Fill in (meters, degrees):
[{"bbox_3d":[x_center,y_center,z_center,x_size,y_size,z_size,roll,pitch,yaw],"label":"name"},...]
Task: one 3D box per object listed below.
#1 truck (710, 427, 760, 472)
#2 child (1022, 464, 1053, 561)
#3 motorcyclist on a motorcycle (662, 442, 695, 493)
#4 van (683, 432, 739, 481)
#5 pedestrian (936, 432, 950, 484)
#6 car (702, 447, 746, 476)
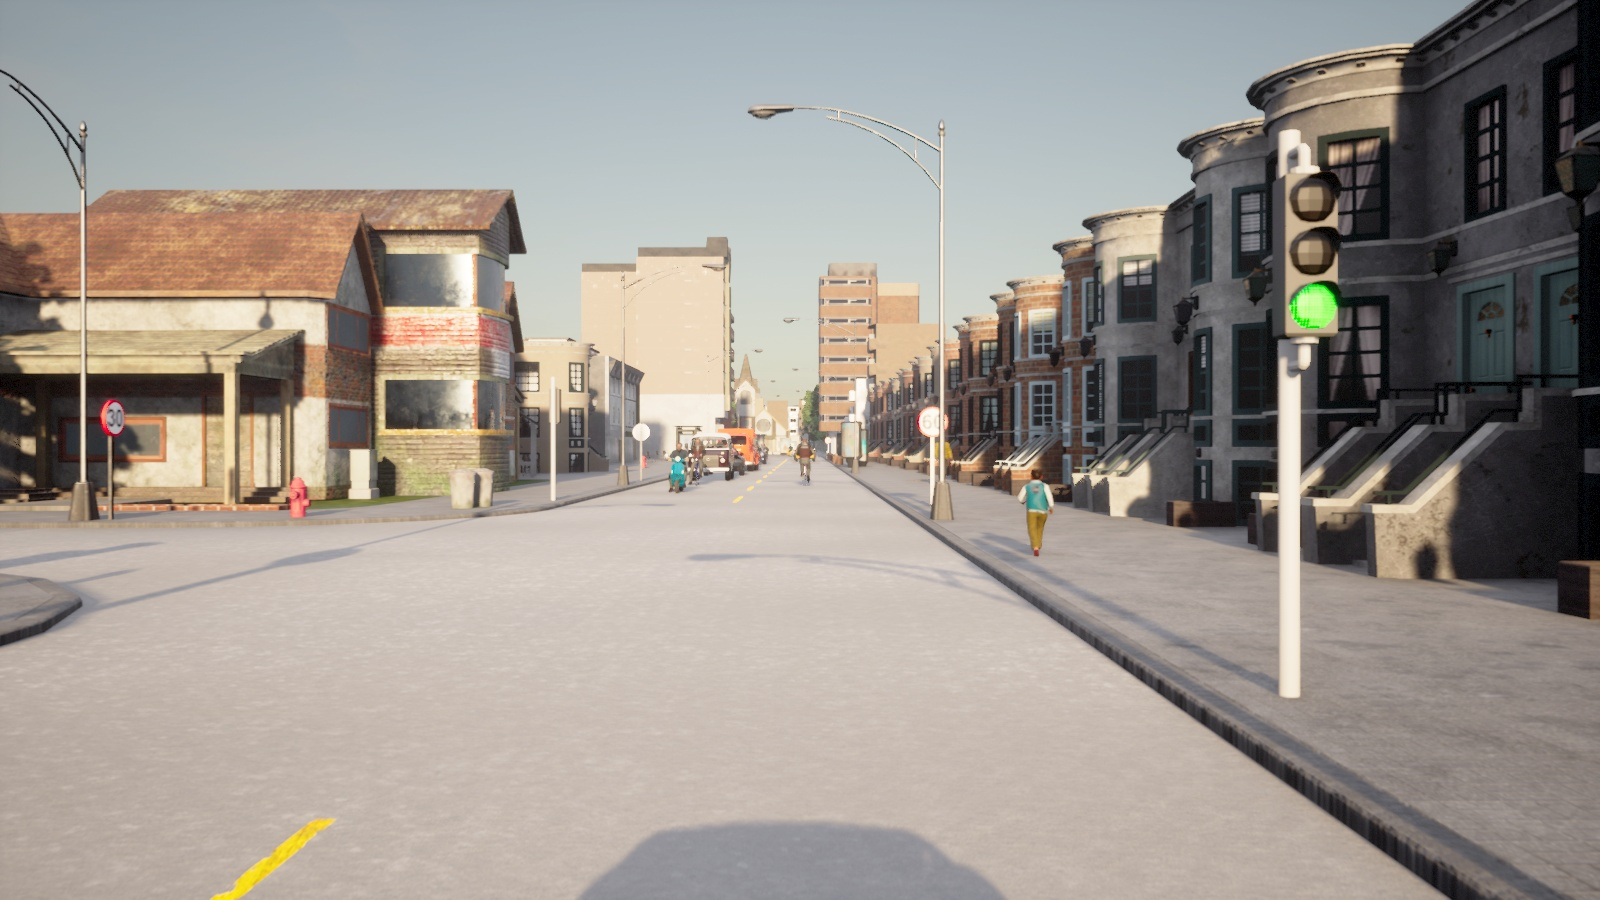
[{"bbox_3d":[-3.701,-0.006,72.602,2.627,2.467,5.204,0,-1,0],"label":"truck"},{"bbox_3d":[2.998,0.779,15.870,0.343,1.192,0.448,0,0,5],"label":"child"},{"bbox_3d":[-3.836,0.546,39.830,0.866,1.590,1.817,0,0,0],"label":"motorcyclist on a motorcycle"},{"bbox_3d":[-3.779,0.263,53.875,2.069,2.038,4.480,0,0,0],"label":"van"},{"bbox_3d":[5.074,0.292,44.540,0.431,1.840,0.709,0,0,1],"label":"pedestrian"},{"bbox_3d":[-3.749,0.570,62.861,1.994,1.385,4.181,0,0,-1],"label":"car"}]
